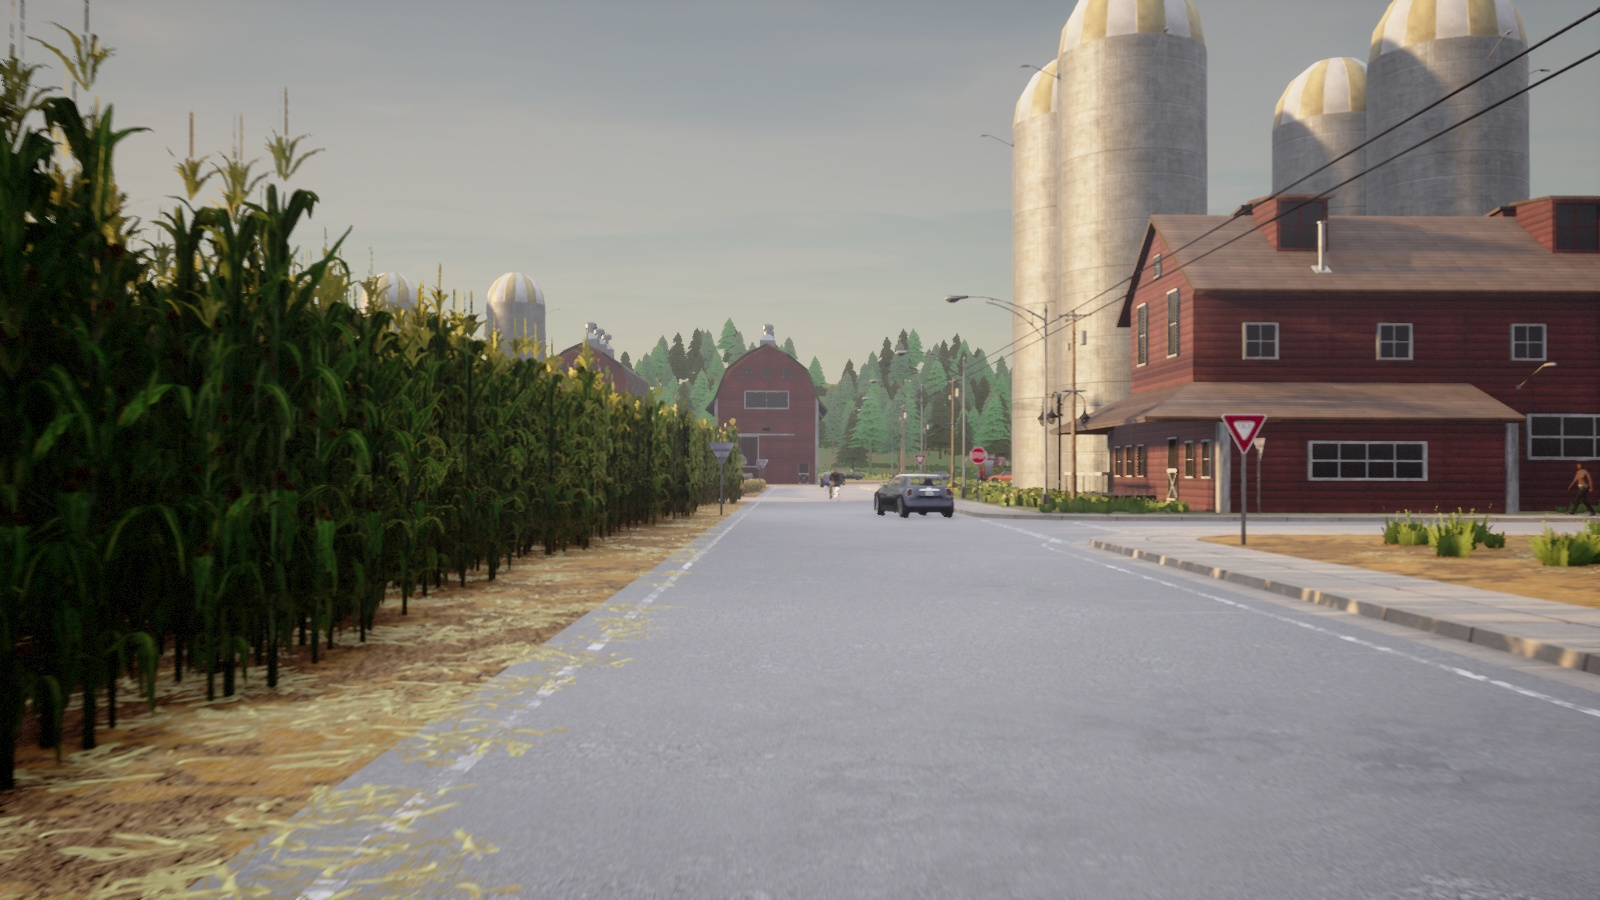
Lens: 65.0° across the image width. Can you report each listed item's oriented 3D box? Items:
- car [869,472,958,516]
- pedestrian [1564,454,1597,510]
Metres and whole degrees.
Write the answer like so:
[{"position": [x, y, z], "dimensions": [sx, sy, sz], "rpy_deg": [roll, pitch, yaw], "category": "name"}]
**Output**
[{"position": [3.915, 1.499, 43.785], "dimensions": [1.970, 1.475, 3.806], "rpy_deg": [0, -1, -13], "category": "car"}, {"position": [25.344, 1.032, 40.775], "dimensions": [0.869, 1.805, 0.328], "rpy_deg": [0, -1, -2], "category": "pedestrian"}]
